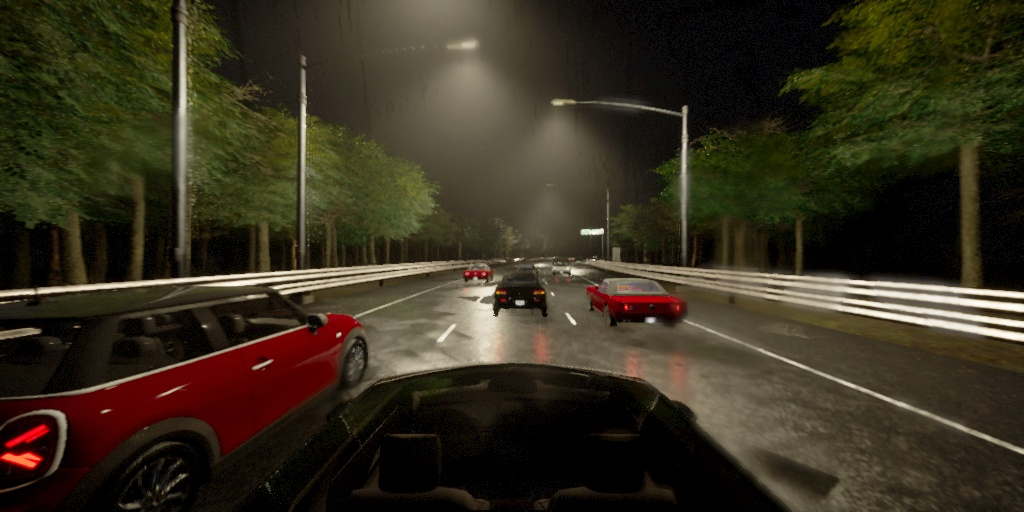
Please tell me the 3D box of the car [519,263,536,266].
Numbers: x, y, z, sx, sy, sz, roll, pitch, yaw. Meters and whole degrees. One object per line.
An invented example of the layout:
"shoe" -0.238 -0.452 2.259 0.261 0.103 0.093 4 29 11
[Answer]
"car" 1.219 1.306 30.849 1.994 1.385 4.181 0 0 4

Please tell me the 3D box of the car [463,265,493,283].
"car" -2.492 1.337 28.125 1.895 1.301 4.718 0 0 4

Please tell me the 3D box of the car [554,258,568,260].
"car" 7.819 1.081 59.794 2.097 1.767 4.553 0 0 8

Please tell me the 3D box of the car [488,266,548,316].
"car" 0.308 1.274 13.344 1.812 1.442 4.674 0 0 2

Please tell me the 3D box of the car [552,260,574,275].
"car" 5.237 1.345 38.500 1.895 1.301 4.718 0 0 5

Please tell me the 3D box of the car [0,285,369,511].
"car" -3.361 1.094 3.957 2.097 1.767 4.553 0 0 0

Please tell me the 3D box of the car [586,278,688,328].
"car" 3.628 1.356 11.424 1.895 1.301 4.718 0 0 2
